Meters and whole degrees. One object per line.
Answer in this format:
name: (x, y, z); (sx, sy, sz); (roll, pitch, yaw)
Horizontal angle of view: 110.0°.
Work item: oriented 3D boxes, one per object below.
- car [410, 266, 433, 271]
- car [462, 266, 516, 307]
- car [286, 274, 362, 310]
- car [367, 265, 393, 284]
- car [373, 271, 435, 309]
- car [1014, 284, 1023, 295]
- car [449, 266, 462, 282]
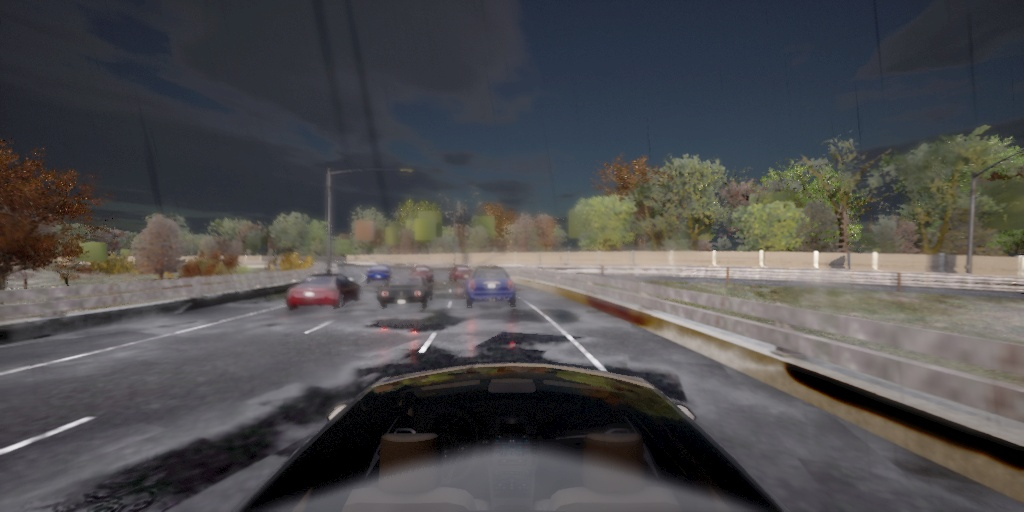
car: (-8.037, 1.599, 32.015); (1.812, 1.442, 4.674); (0, 0, -17)
car: (-1.128, 1.257, 16.621); (2.097, 1.767, 4.553); (0, -1, -8)
car: (-8.083, 1.470, 15.816); (1.994, 1.385, 4.181); (0, -1, -8)
car: (-11.521, 1.548, 31.433); (1.882, 1.535, 5.008); (0, 0, -17)
car: (-4.569, 1.505, 16.025); (1.895, 1.301, 4.718); (0, -1, -8)
car: (39.033, 2.238, 25.472); (4.181, 1.385, 1.994); (3, 1, 28)
car: (-4.665, 1.605, 32.940); (1.812, 1.442, 4.674); (0, 0, -17)
